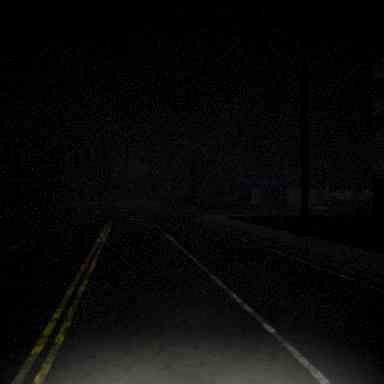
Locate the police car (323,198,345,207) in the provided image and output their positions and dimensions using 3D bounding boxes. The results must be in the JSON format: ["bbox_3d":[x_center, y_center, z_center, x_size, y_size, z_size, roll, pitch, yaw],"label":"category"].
[{"bbox_3d":[26.157,1.847,61.537,5.238,1.638,1.930,0,-1,-34],"label":"police car"}]

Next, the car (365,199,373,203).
[{"bbox_3d":[35.031,1.676,64.393,1.994,1.385,4.181,-1,-1,44],"label":"car"}]
